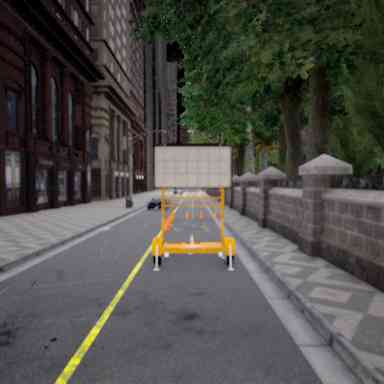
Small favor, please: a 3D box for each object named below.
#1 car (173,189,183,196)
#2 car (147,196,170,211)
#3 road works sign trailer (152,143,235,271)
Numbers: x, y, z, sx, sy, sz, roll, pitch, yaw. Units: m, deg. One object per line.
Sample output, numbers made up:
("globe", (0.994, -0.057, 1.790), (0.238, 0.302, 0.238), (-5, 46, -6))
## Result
("car", (-3.096, 0.038, 73.115), (1.812, 1.442, 4.674), (0, 1, 0))
("car", (-3.138, 1.057, 31.667), (1.895, 1.301, 4.718), (0, 1, 0))
("road works sign trailer", (0.026, 0.298, 10.304), (2.380, 3.560, 2.880), (0, 1, -1))
